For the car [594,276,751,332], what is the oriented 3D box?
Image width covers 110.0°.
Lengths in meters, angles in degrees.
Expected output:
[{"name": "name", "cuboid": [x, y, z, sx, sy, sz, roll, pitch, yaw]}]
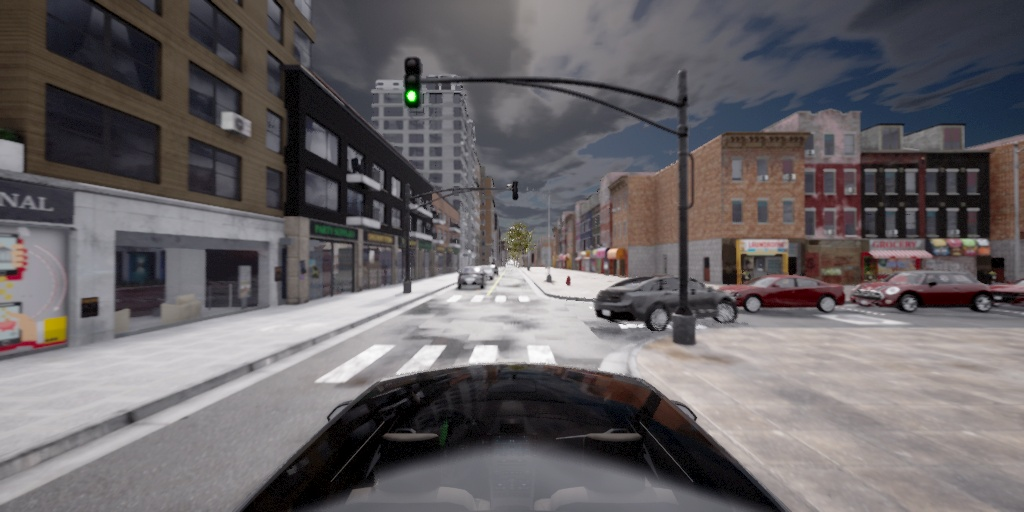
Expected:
[{"name": "car", "cuboid": [4.858, 1.357, 11.194, 4.892, 1.490, 1.837, 0, -5, -25]}]

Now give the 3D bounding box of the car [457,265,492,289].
[{"name": "car", "cuboid": [-2.845, 1.516, 26.235, 2.128, 1.511, 4.902, 0, -1, -1]}]

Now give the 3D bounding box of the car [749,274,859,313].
[{"name": "car", "cuboid": [10.374, 1.411, 14.080, 4.507, 1.381, 1.888, 0, 0, 0]}]

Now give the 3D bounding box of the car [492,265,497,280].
[{"name": "car", "cuboid": [-2.833, 1.673, 36.536, 1.812, 1.442, 4.674, 0, -1, 0]}]

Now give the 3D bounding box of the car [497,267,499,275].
[{"name": "car", "cuboid": [-2.812, 1.863, 47.793, 1.994, 1.385, 4.181, 0, -1, 0]}]

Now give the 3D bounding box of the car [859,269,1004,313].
[{"name": "car", "cuboid": [15.838, 1.300, 14.074, 4.097, 1.591, 1.967, 0, 0, 0]}]

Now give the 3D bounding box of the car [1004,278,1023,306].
[{"name": "car", "cuboid": [21.302, 1.400, 14.065, 4.507, 1.381, 1.888, 0, 0, 0]}]
